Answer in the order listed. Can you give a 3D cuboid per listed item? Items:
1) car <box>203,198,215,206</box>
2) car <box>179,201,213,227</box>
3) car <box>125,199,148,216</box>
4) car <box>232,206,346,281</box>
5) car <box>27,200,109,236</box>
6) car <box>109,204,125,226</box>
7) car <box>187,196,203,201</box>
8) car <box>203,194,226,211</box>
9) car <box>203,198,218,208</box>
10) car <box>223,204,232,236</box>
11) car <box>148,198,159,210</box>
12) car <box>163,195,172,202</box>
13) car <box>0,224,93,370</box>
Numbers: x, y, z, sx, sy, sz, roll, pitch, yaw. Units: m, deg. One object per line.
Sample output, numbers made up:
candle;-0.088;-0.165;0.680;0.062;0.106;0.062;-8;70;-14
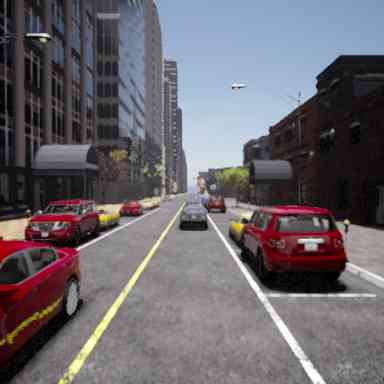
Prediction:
car;2.690;1.601;54.129;1.802;1.307;4.206;-1;0;0
car;0.105;1.556;22.547;2.033;1.411;5.357;0;0;0
car;-5.696;1.556;32.004;1.887;1.381;4.507;-1;0;0
car;2.676;1.319;9.854;2.192;1.841;5.009;-1;0;0
car;-5.702;1.321;15.400;2.192;1.841;5.009;-1;0;0
car;-5.698;1.533;20.765;1.752;1.417;4.829;-1;0;0
car;0.110;1.563;43.268;2.033;1.411;5.357;0;0;0
car;2.682;1.329;37.527;2.192;1.841;5.009;-1;0;0
car;2.688;1.583;48.595;1.947;1.339;4.313;-1;0;0
car;2.681;1.531;15.558;1.752;1.417;4.829;-1;0;0
car;-5.694;1.541;42.904;1.752;1.417;4.829;-1;0;0
car;-5.688;1.467;76.283;1.967;1.590;4.097;-1;0;0
car;-3.084;1.479;4.543;1.882;1.535;5.008;0;0;0
